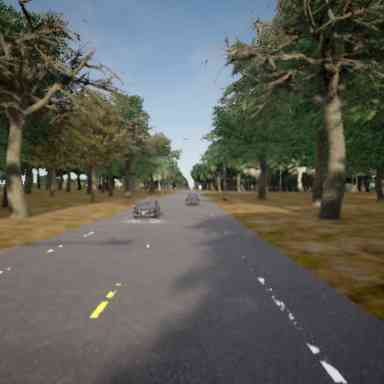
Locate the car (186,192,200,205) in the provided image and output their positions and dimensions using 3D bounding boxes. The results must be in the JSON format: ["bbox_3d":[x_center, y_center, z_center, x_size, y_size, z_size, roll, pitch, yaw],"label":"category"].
[{"bbox_3d":[0.092,0.985,45.220,2.128,1.511,4.902,0,1,0],"label":"car"}]

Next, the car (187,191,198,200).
[{"bbox_3d":[0.088,0.688,63.074,1.837,1.490,4.892,0,1,0],"label":"car"}]

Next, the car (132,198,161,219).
[{"bbox_3d":[-3.601,1.292,27.044,1.837,1.490,4.892,0,1,0],"label":"car"}]
